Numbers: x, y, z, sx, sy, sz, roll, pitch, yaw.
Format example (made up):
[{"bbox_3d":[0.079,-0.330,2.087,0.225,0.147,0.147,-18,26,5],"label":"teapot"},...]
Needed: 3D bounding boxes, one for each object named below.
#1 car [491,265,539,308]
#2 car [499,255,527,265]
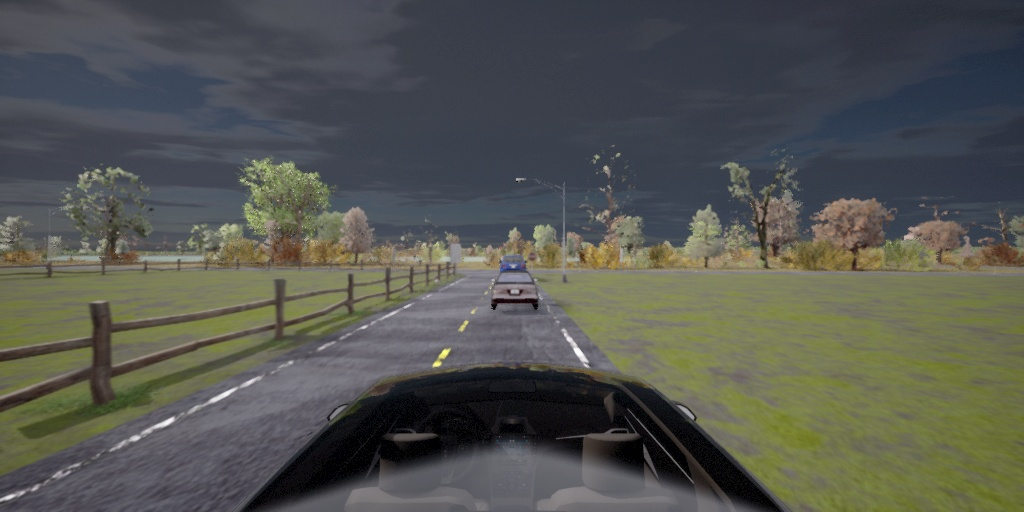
[{"bbox_3d":[0.101,1.282,14.932,2.033,1.411,5.357,0,0,0],"label":"car"},{"bbox_3d":[0.098,0.935,30.126,2.150,2.045,5.566,0,0,0],"label":"car"}]
